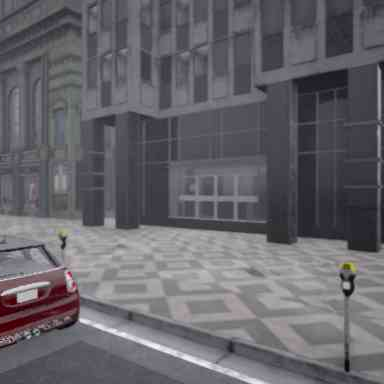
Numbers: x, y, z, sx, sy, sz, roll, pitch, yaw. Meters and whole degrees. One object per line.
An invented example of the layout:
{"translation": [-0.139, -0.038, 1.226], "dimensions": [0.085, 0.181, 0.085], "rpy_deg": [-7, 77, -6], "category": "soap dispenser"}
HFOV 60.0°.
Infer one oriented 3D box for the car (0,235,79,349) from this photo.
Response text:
{"translation": [-3.831, 1.453, 5.693], "dimensions": [4.097, 1.590, 1.967], "rpy_deg": [0, 0, 36], "category": "car"}
